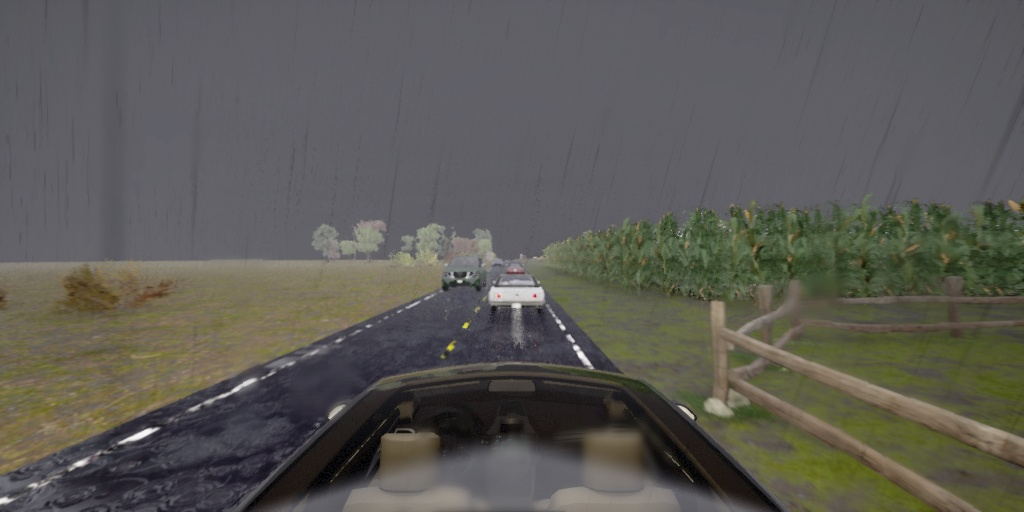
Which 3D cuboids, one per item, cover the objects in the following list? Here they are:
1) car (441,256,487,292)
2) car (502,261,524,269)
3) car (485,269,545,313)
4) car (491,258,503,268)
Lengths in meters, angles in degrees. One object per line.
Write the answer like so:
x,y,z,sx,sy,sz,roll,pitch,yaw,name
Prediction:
-2.734,0.988,21.625,2.150,2.045,5.566,0,0,0,car
0.309,1.353,36.604,1.994,1.385,4.181,0,0,0,car
0.172,1.366,14.139,1.895,1.301,4.718,0,0,0,car
-2.418,1.182,62.644,2.097,1.767,4.553,0,0,1,car
